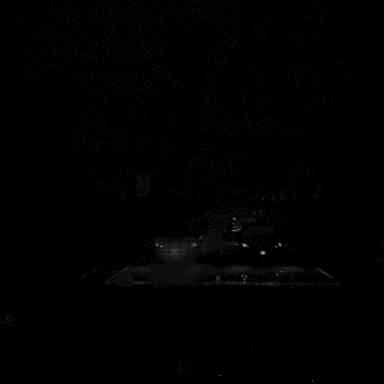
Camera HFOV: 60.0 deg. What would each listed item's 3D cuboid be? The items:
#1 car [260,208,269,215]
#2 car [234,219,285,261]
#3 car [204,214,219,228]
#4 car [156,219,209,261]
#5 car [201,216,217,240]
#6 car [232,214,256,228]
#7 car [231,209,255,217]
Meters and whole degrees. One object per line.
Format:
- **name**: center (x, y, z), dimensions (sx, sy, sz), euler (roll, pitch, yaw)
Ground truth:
- **car**: center (19.123, 5.316, 86.577), dimensions (2.033, 1.411, 5.357), euler (-2, -3, 10)
- **car**: center (3.050, 2.220, 15.435), dimensions (1.812, 1.442, 4.674), euler (-2, -3, 6)
- **car**: center (2.116, 3.302, 38.217), dimensions (2.128, 1.511, 4.902), euler (-2, -3, 7)
- **car**: center (-0.415, 2.297, 15.941), dimensions (1.837, 1.490, 4.892), euler (-2, -3, 6)
- **car**: center (0.584, 2.761, 24.786), dimensions (1.994, 1.385, 4.181), euler (-2, -3, 6)
- **car**: center (4.046, 2.625, 24.275), dimensions (1.812, 1.442, 4.674), euler (-2, -3, 6)
- **car**: center (5.509, 3.039, 37.077), dimensions (2.097, 1.767, 4.553), euler (-2, -3, 8)
